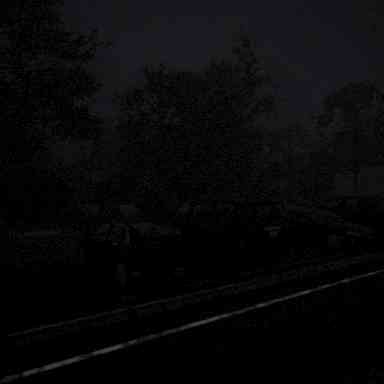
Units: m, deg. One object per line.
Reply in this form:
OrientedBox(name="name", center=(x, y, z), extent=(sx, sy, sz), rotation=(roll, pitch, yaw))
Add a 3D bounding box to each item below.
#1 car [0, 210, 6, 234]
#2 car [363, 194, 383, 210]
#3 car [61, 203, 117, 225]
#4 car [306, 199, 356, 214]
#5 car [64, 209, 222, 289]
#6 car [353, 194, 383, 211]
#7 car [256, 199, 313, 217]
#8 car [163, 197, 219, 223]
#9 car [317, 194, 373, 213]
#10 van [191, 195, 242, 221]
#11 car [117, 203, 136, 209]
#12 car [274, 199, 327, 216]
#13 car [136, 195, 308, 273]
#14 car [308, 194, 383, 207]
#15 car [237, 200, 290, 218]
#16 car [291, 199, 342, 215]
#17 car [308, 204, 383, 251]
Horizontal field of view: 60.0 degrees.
OrientedBox(name="car", center=(-11.516, 1.462, 18.287), extent=(2.097, 1.535, 5.008), rotation=(0, 0, -35))
OrientedBox(name="car", center=(26.900, 1.368, 45.743), extent=(2.435, 2.045, 5.566), rotation=(1, 0, -36))
OrientedBox(name="car", center=(-6.989, 1.451, 21.530), extent=(2.097, 1.535, 5.008), rotation=(0, 0, -35))
OrientedBox(name="car", center=(15.648, 1.566, 37.751), extent=(2.163, 1.488, 4.792), rotation=(0, 0, -36))
OrientedBox(name="car", center=(-1.669, 1.457, 9.244), extent=(2.231, 1.521, 4.892), rotation=(0, 0, -35))
OrientedBox(name="car", center=(24.737, 1.349, 44.192), extent=(2.435, 2.045, 5.566), rotation=(1, 0, -36))
OrientedBox(name="car", center=(8.979, 1.500, 32.711), extent=(1.946, 1.575, 5.366), rotation=(0, 0, -36))
OrientedBox(name="car", center=(-0.168, 1.336, 26.356), extent=(2.185, 1.767, 4.553), rotation=(0, 0, -36))
OrientedBox(name="car", center=(17.944, 1.299, 39.326), extent=(2.435, 2.045, 5.566), rotation=(0, 0, -36))
OrientedBox(name="van", center=(2.008, 1.243, 28.093), extent=(1.878, 1.987, 4.442), rotation=(0, 0, -36))
OrientedBox(name="car", center=(-4.719, 1.492, 23.146), extent=(2.002, 1.452, 4.674), rotation=(0, 0, -36))
OrientedBox(name="car", center=(11.140, 1.514, 34.479), extent=(2.097, 1.535, 5.008), rotation=(0, 0, -36))
OrientedBox(name="car", center=(0.590, 1.200, 10.899), extent=(2.435, 2.045, 5.566), rotation=(0, 0, -36))
OrientedBox(name="car", center=(7.435, 1.210, 15.786), extent=(2.435, 2.045, 5.566), rotation=(0, 0, -36))
OrientedBox(name="car", center=(6.608, 1.532, 31.238), extent=(2.002, 1.452, 4.674), rotation=(0, 0, -36))
OrientedBox(name="car", center=(13.418, 1.555, 36.082), extent=(2.163, 1.488, 4.792), rotation=(0, 0, -36))
OrientedBox(name="car", center=(5.165, 1.455, 14.137), extent=(2.231, 1.521, 4.892), rotation=(0, 0, -36))
